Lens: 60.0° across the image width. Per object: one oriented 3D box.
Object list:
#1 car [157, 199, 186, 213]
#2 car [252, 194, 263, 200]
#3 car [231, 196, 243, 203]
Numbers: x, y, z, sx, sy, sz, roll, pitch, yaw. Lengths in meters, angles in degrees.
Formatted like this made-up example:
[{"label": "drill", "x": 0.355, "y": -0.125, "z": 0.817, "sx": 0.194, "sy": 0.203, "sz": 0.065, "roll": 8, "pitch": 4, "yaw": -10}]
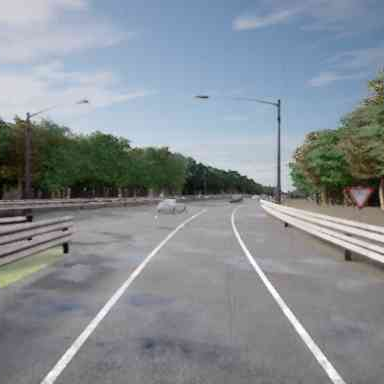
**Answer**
[{"label": "car", "x": -2.231, "y": 1.516, "z": 36.701, "sx": 1.812, "sy": 1.442, "sz": 4.674, "roll": 0, "pitch": 0, "yaw": 21}, {"label": "car", "x": 18.055, "y": 1.588, "z": 93.195, "sx": 1.812, "sy": 1.442, "sz": 4.674, "roll": 0, "pitch": 0, "yaw": 20}, {"label": "car", "x": 9.278, "y": 1.575, "z": 68.430, "sx": 2.033, "sy": 1.411, "sz": 5.357, "roll": 0, "pitch": 0, "yaw": 20}]
